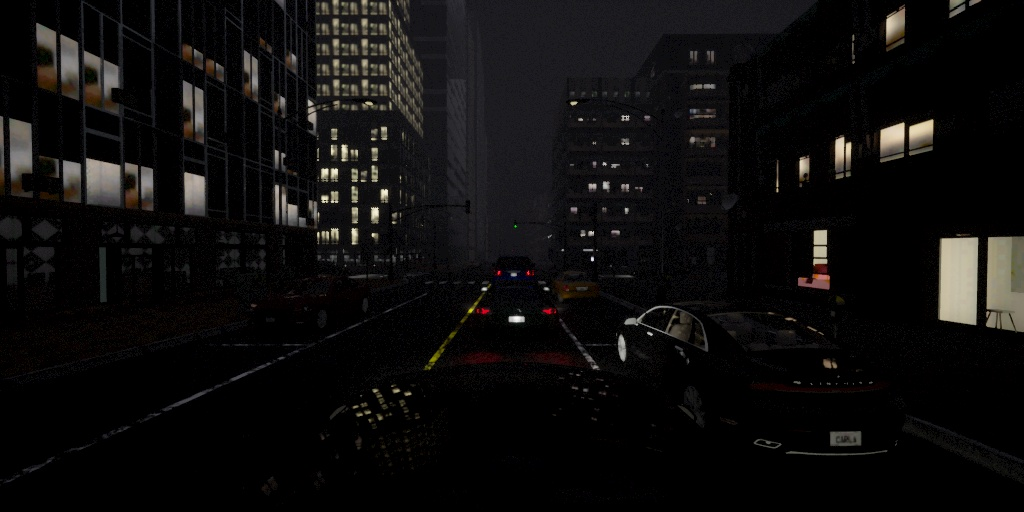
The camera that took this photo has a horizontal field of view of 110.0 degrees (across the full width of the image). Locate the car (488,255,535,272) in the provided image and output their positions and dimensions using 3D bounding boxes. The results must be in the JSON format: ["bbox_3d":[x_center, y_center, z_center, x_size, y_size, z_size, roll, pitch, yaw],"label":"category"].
[{"bbox_3d":[0.088,0.967,19.556,2.150,2.045,5.566,0,0,0],"label":"car"}]

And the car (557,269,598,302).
[{"bbox_3d":[2.813,1.271,16.657,1.751,1.417,4.829,0,0,0],"label":"car"}]

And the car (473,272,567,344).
[{"bbox_3d":[0.095,1.312,9.621,1.994,1.385,4.181,0,0,0],"label":"car"}]

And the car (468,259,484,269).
[{"bbox_3d":[-5.709,1.264,54.269,1.751,1.417,4.829,0,0,0],"label":"car"}]

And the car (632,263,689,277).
[{"bbox_3d":[15.342,1.405,37.044,5.357,1.411,2.033,0,1,1],"label":"car"}]

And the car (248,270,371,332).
[{"bbox_3d":[-5.825,1.292,10.897,1.888,1.381,4.507,0,0,0],"label":"car"}]

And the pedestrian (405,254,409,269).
[{"bbox_3d":[-12.562,0.670,42.954,0.375,1.860,0.375,0,0,1],"label":"pedestrian"}]

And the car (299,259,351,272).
[{"bbox_3d":[-17.869,1.154,34.291,4.674,1.442,1.812,1,1,2],"label":"car"}]

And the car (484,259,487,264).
[{"bbox_3d":[-5.711,1.304,60.093,1.948,1.339,4.313,0,0,0],"label":"car"}]

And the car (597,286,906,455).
[{"bbox_3d":[2.817,1.299,5.198,2.007,1.370,4.403,0,0,0],"label":"car"}]
